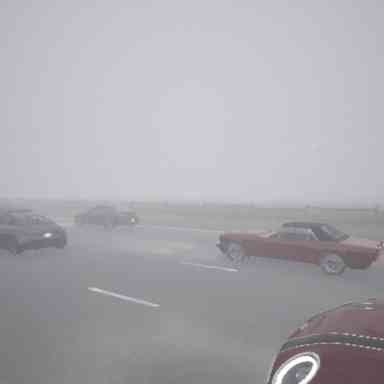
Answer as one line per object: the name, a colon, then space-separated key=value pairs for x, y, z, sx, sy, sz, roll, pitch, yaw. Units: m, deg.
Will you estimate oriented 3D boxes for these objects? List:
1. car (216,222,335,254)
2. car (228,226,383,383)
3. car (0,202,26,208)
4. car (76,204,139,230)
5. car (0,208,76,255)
car: x=3.148 y=1.590 z=10.345 sx=4.718 sy=1.301 sz=1.895 roll=0 pitch=0 yaw=36
car: x=2.752 y=1.356 z=2.029 sx=4.553 sy=1.767 sz=2.097 roll=0 pitch=0 yaw=35
car: x=-12.080 y=1.407 z=21.204 sx=5.008 sy=1.535 sz=1.882 roll=0 pitch=0 yaw=35
car: x=-5.319 y=1.474 z=20.682 sx=4.674 sy=1.442 sz=1.812 roll=0 pitch=0 yaw=35
car: x=-6.827 y=1.522 z=13.158 sx=4.181 sy=1.385 sz=1.994 roll=0 pitch=0 yaw=35
